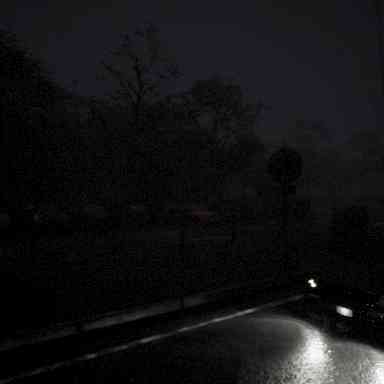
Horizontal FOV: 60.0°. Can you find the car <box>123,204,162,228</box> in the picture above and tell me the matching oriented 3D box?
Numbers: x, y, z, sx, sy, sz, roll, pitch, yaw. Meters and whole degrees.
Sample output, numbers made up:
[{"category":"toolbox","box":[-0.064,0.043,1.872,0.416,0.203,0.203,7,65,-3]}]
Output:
[{"category":"car","box":[-4.486,1.612,23.513,2.231,1.521,4.892,1,0,-36]}]

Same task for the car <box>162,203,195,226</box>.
[{"category":"car","box":[-2.249,1.670,25.154,2.163,1.488,4.792,1,0,-36]}]

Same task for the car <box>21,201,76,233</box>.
[{"category":"car","box":[-9.023,1.427,20.318,2.185,1.767,4.553,1,0,-36]}]

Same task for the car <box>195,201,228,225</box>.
[{"category":"car","box":[0.134,1.668,26.592,1.946,1.575,5.366,1,0,-36]}]

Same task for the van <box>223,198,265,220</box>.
[{"category":"van","box":[4.612,1.506,29.876,1.878,1.987,4.442,1,0,-36]}]

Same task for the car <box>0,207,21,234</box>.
[{"category":"car","box":[-11.263,1.564,18.676,2.002,1.452,4.674,1,0,-36]}]

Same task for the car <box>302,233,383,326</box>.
[{"category":"car","box":[4.673,1.576,7.012,5.357,1.411,2.033,0,0,-35]}]

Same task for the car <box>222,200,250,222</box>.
[{"category":"car","box":[2.268,1.731,28.381,2.163,1.488,4.792,1,0,-36]}]

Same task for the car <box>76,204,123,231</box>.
[{"category":"car","box":[-6.751,1.582,21.910,2.097,1.535,5.008,1,0,-36]}]
